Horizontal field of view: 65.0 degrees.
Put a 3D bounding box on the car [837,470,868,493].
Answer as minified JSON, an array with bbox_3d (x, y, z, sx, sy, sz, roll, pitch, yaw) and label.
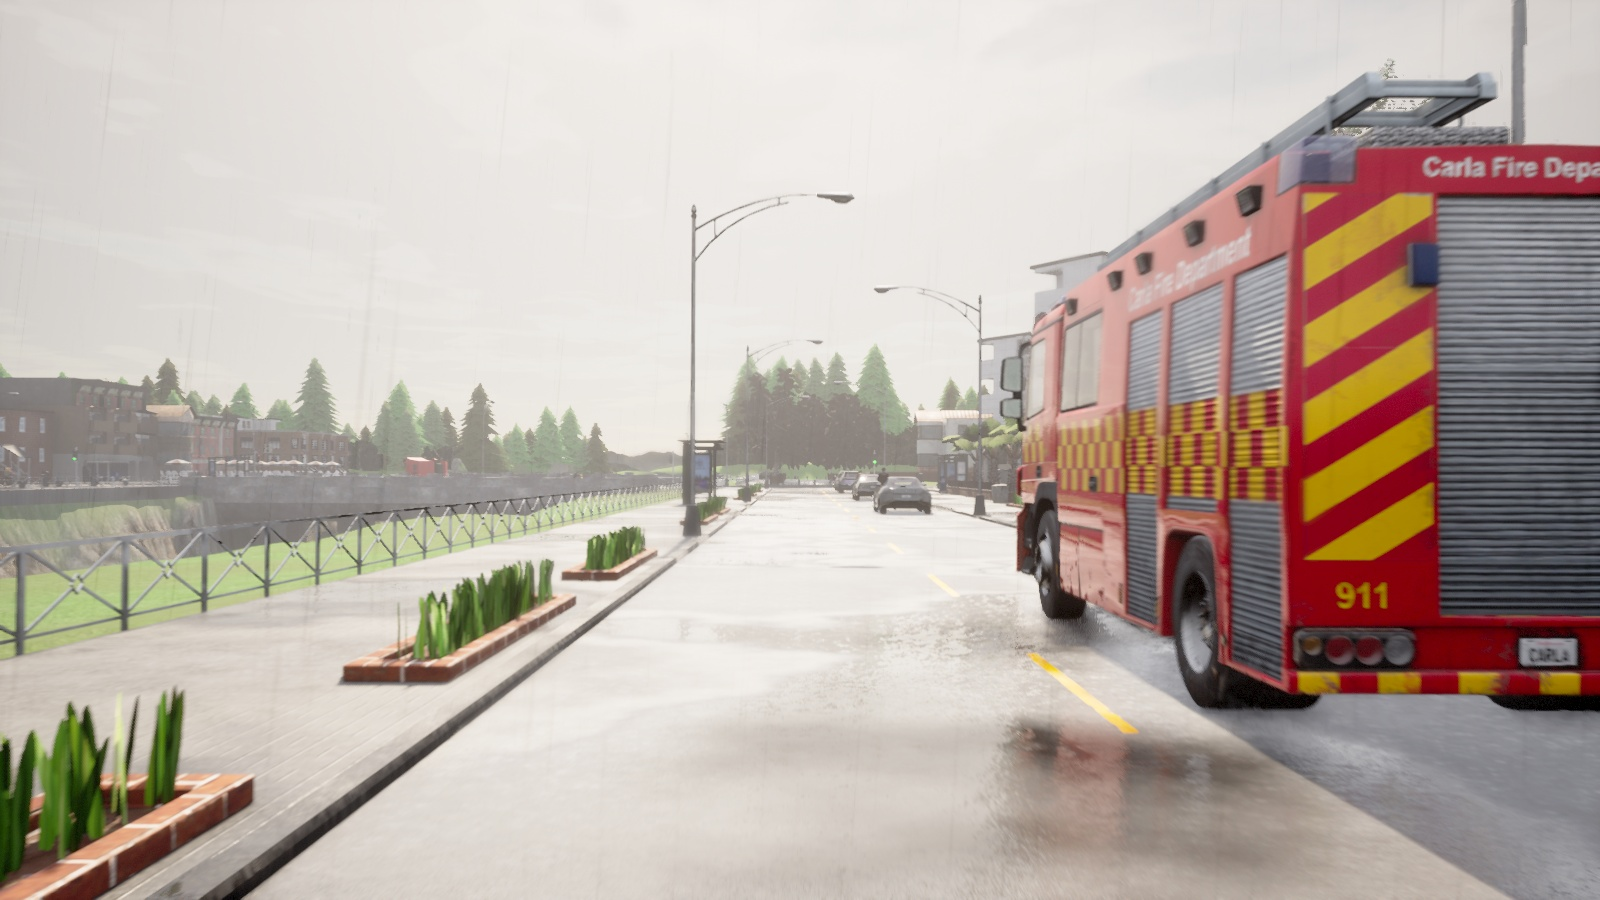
[{"bbox_3d":[3.785,2.259,91.393,2.033,1.649,4.856,0,-1,0],"label":"car"}]

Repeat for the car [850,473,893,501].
[{"bbox_3d":[3.840,1.993,68.469,2.033,1.411,5.357,0,-1,0],"label":"car"}]

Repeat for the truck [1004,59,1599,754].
[{"bbox_3d":[3.970,-0.179,11.163,2.891,3.827,8.468,0,-1,0],"label":"truck"}]

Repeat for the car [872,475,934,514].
[{"bbox_3d":[3.887,1.667,48.016,1.994,1.385,4.181,0,-1,0],"label":"car"}]
